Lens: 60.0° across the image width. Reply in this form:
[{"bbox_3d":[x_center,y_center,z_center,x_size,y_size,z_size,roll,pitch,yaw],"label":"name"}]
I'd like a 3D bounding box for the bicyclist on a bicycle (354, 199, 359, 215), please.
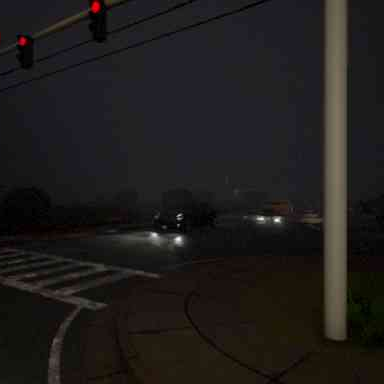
[{"bbox_3d":[16.844,1.473,33.075,1.656,1.620,0.582,-1,0,-10],"label":"bicyclist on a bicycle"}]

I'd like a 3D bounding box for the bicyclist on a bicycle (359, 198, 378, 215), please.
[{"bbox_3d":[17.305,1.453,31.926,0.582,1.620,1.656,-1,-1,-32],"label":"bicyclist on a bicycle"}]

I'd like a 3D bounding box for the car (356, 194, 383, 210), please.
[{"bbox_3d":[22.266,1.273,40.180,1.905,1.878,3.866,-6,-1,-9],"label":"car"}]

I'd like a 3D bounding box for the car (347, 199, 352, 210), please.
[{"bbox_3d":[18.067,1.638,41.296,1.994,1.385,4.181,-1,-1,34],"label":"car"}]

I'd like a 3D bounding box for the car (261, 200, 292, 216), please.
[{"bbox_3d":[8.594,1.560,33.620,1.882,1.535,5.008,0,0,34],"label":"car"}]

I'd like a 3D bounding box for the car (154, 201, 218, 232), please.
[{"bbox_3d":[-0.294,1.379,20.260,2.097,1.767,4.553,0,0,34],"label":"car"}]

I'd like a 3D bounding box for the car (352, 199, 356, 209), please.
[{"bbox_3d":[22.909,1.716,48.655,1.994,1.385,4.181,0,0,34],"label":"car"}]
